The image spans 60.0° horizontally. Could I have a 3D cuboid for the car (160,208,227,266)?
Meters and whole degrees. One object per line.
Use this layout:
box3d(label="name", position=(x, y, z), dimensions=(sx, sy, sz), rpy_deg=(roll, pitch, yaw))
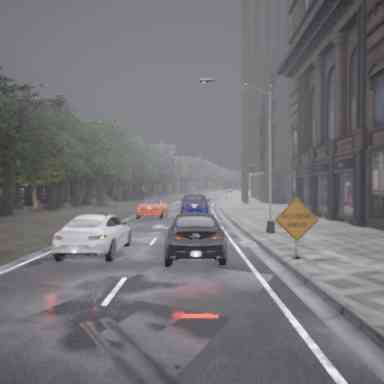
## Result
box3d(label="car", position=(0.090, 1.467, 11.336), dimensions=(1.837, 1.490, 4.892), rpy_deg=(0, -1, 0))

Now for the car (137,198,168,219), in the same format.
box3d(label="car", position=(-3.198, 1.251, 27.648), dimensions=(2.097, 1.767, 4.553), rpy_deg=(0, 0, 2))

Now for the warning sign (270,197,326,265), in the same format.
box3d(label="warning sign", position=(3.072, 1.091, 9.792), dimensions=(1.300, 1.860, 1.060), rpy_deg=(0, 0, 0))

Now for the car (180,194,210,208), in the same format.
box3d(label="car", position=(0.267, 1.129, 26.686), dimensions=(2.150, 2.045, 5.566), rpy_deg=(0, 1, 2))

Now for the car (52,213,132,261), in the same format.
box3d(label="car", position=(-3.410, 1.491, 11.965), dimensions=(1.812, 1.442, 4.674), rpy_deg=(0, 0, 0))
